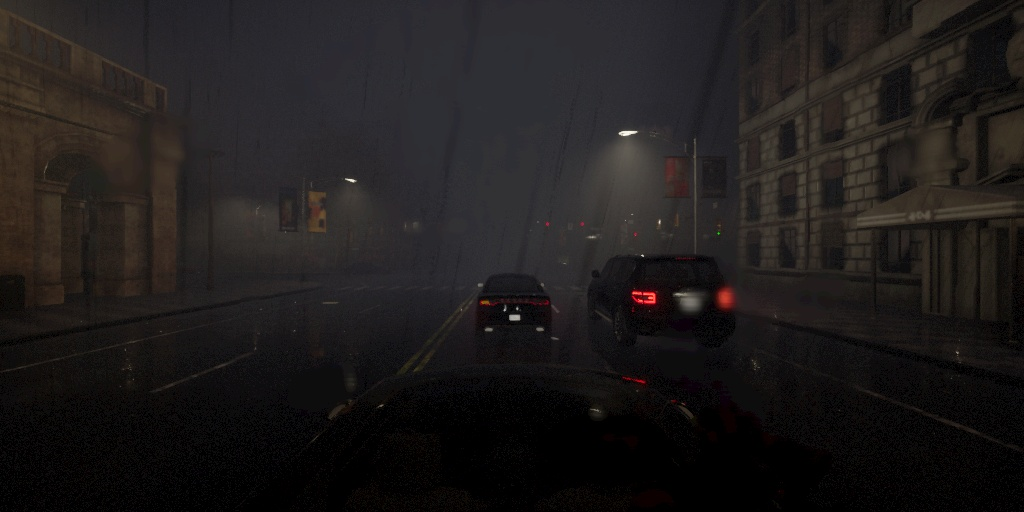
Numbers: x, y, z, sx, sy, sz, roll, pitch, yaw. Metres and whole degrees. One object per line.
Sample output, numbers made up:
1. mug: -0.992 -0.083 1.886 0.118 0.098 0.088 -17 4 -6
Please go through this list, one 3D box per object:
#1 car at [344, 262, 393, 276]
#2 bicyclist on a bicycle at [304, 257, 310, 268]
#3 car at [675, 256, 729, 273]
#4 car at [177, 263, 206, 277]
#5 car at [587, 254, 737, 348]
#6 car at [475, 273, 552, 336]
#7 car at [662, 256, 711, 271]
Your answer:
1. car: -14.314 1.275 35.855 4.674 1.442 1.812 0 0 0
2. bicyclist on a bicycle: -31.577 1.050 55.228 0.582 1.620 1.656 0 0 0
3. car: 23.387 0.971 44.270 5.566 2.045 2.150 0 0 1
4. car: -33.454 1.351 35.734 4.718 1.301 1.895 0 0 0
5. car: 3.455 0.971 9.415 2.150 2.045 5.566 0 0 2
6. car: -0.011 1.228 10.494 1.882 1.535 5.008 0 0 -2
7. car: 23.182 0.971 47.781 5.566 2.045 2.150 0 0 0
